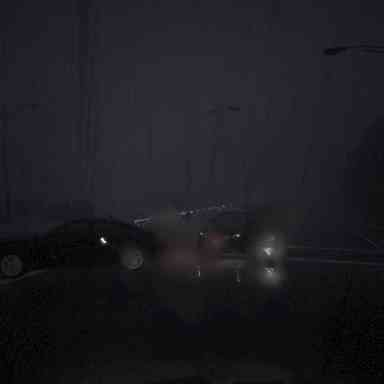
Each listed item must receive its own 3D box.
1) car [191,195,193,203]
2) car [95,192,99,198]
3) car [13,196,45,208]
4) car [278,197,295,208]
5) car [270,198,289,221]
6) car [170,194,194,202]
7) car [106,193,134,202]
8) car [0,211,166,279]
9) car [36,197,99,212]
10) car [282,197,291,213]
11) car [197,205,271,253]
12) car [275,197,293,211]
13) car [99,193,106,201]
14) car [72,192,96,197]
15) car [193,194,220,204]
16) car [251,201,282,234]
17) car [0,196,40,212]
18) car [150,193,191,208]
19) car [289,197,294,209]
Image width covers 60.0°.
[{"bbox_3d":[-2.402,1.052,44.651,3.866,1.878,1.905,0,0,18],"label":"car"},{"bbox_3d":[-21.816,1.298,67.989,3.806,1.475,1.970,0,0,19],"label":"car"},{"bbox_3d":[-21.672,1.273,44.284,3.633,1.501,1.845,0,0,18],"label":"car"},{"bbox_3d":[13.567,1.468,47.669,2.128,1.511,4.902,0,0,19],"label":"car"},{"bbox_3d":[5.885,1.475,24.939,2.128,1.511,4.902,0,0,19],"label":"car"},{"bbox_3d":[-2.065,1.257,68.682,4.514,1.523,2.007,0,0,18],"label":"car"},{"bbox_3d":[-13.771,1.046,65.311,4.605,1.855,1.932,0,0,18],"label":"car"},{"bbox_3d":[-3.278,1.475,9.864,5.008,1.535,1.882,0,0,-15],"label":"car"},{"bbox_3d":[-9.021,1.356,24.205,3.633,1.501,1.845,0,0,18],"label":"car"},{"bbox_3d":[7.766,1.486,30.501,1.837,1.490,4.892,0,0,19],"label":"car"},{"bbox_3d":[1.822,1.514,13.886,1.812,1.442,4.674,0,0,24],"label":"car"},{"bbox_3d":[11.683,1.483,42.094,1.837,1.490,4.892,0,0,19],"label":"car"},{"bbox_3d":[-20.173,1.014,70.943,3.866,1.878,1.905,0,0,18],"label":"car"},{"bbox_3d":[-18.433,1.249,53.738,4.514,1.523,2.007,0,0,18],"label":"car"},{"bbox_3d":[1.693,1.125,56.772,5.027,1.636,2.152,0,0,19],"label":"car"},{"bbox_3d":[3.972,1.490,19.294,1.837,1.490,4.892,0,0,19],"label":"car"},{"bbox_3d":[-15.098,1.356,29.404,3.806,1.475,1.970,0,0,19],"label":"car"},{"bbox_3d":[-2.942,1.074,41.767,4.605,1.855,1.932,0,0,18],"label":"car"},{"bbox_3d":[9.808,1.544,36.539,1.994,1.385,4.181,0,0,19],"label":"car"}]
